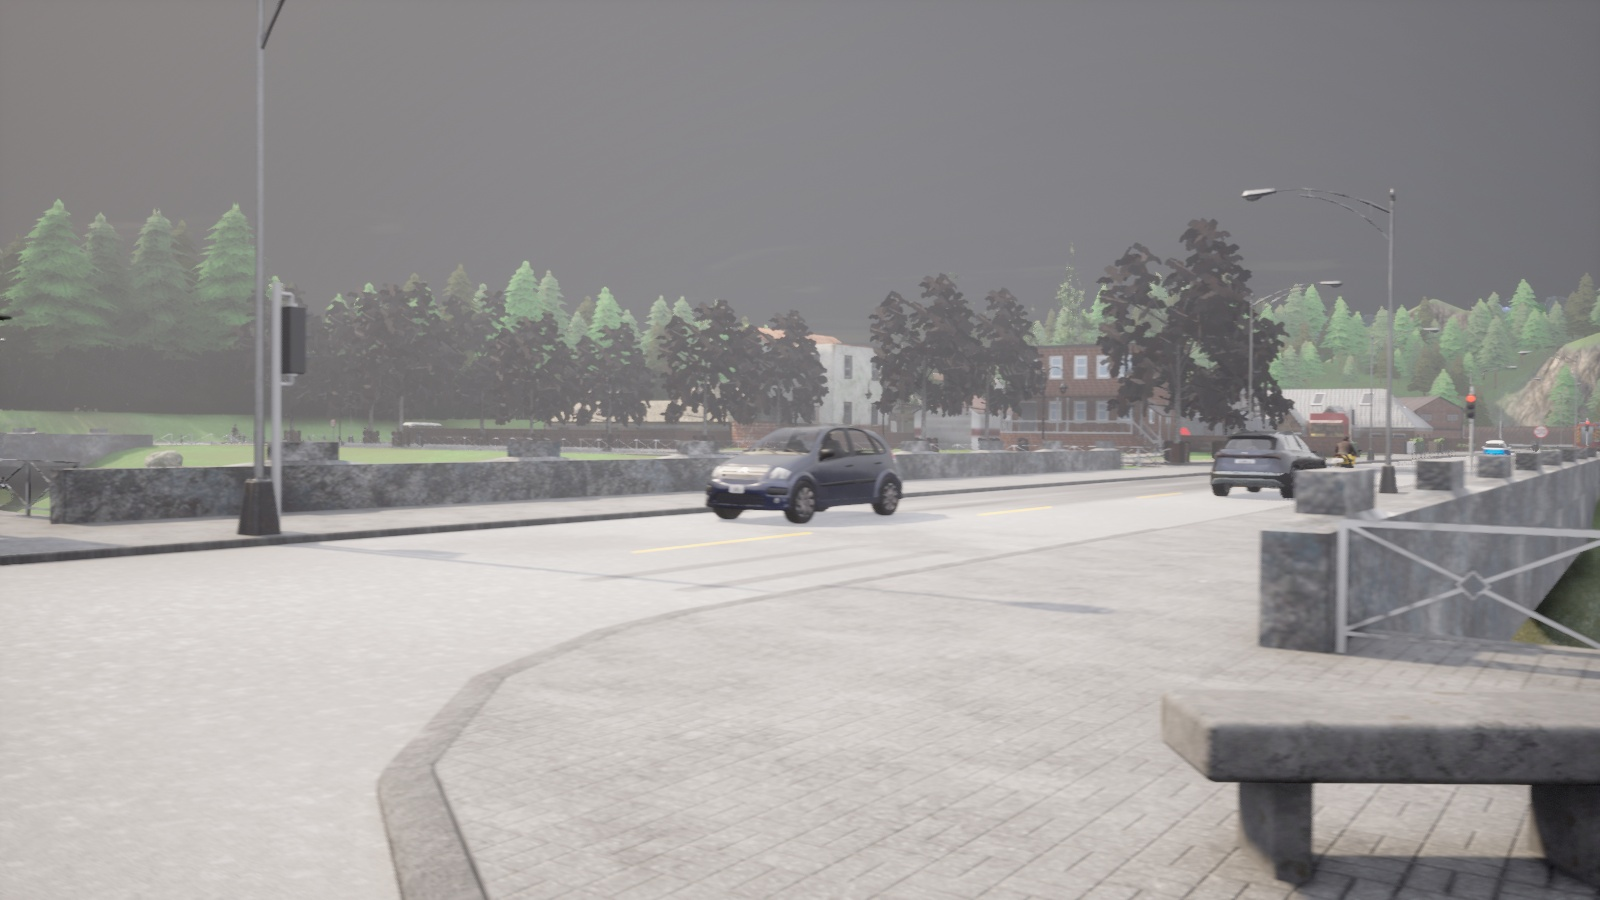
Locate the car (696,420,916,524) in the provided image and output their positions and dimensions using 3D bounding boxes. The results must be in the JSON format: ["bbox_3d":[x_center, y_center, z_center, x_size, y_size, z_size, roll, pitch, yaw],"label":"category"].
[{"bbox_3d":[0.209,0.314,21.666,1.851,1.617,3.988,0,1,35],"label":"car"}]

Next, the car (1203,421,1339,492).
[{"bbox_3d":[11.858,0.108,31.416,2.033,1.649,4.856,0,1,35],"label":"car"}]

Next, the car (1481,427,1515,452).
[{"bbox_3d":[39.709,-0.578,71.447,1.481,1.376,2.207,0,1,34],"label":"car"}]

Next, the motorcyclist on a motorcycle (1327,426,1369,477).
[{"bbox_3d":[16.821,0.016,38.555,0.797,1.523,2.044,0,1,35],"label":"motorcyclist on a motorcycle"}]
